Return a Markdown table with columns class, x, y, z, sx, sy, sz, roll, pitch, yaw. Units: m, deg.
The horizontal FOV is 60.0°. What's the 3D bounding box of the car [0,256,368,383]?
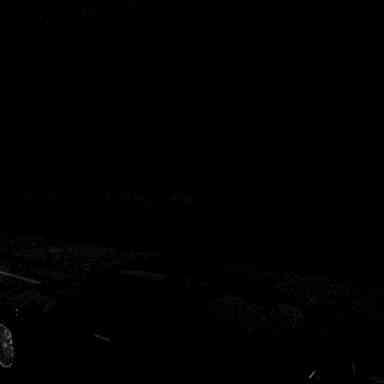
| class | x | y | z | sx | sy | sz | roll | pitch | yaw |
| --- | --- | --- | --- | --- | --- | --- | --- | --- | --- |
| car | -0.557 | 1.531 | 3.961 | 4.674 | 1.442 | 1.812 | 0 | 0 | 36 |
